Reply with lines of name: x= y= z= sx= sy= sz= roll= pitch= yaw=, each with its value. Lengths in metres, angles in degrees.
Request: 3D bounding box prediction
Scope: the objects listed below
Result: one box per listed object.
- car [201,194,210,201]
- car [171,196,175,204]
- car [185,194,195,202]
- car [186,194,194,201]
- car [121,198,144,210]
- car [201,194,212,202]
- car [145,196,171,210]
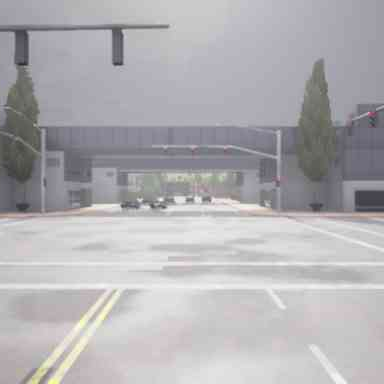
car: x=3.134 y=1.276 z=78.306 sx=2.128 sy=1.511 sz=4.902 roll=0 pitch=0 yaw=0
car: x=-4.036 y=1.442 z=59.314 sx=1.994 sy=1.385 sz=4.181 roll=0 pitch=0 yaw=1
car: x=-0.434 y=1.403 z=68.716 sx=2.033 sy=1.411 sz=5.357 roll=0 pitch=0 yaw=0
car: x=-0.366 y=1.238 z=78.403 sx=1.882 sy=1.535 sz=5.008 roll=0 pitch=0 yaw=0
car: x=-7.707 y=1.478 z=42.165 sx=1.994 sy=1.385 sz=4.181 roll=0 pitch=0 yaw=0
car: x=3.068 y=1.360 z=68.919 sx=1.837 sy=1.490 sz=4.892 roll=0 pitch=0 yaw=0
car: x=-4.205 y=1.405 z=42.195 sx=2.128 sy=1.511 sz=4.902 roll=0 pitch=0 yaw=1
